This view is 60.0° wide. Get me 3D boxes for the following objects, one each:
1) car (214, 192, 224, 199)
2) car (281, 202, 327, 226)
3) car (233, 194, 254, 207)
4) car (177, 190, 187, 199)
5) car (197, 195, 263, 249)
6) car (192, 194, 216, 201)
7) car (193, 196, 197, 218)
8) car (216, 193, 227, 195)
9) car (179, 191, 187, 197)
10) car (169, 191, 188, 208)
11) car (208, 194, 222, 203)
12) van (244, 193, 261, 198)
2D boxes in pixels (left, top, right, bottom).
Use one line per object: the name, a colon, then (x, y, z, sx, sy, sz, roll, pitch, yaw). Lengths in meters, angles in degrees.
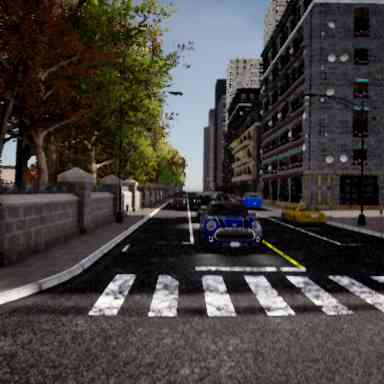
car: (6.162, 0.836, 76.830, 2.008, 1.369, 4.403, 1, 1, -1)
car: (7.090, 1.333, 21.623, 1.752, 1.417, 4.829, 1, 1, -1)
car: (6.723, 1.036, 43.603, 1.967, 1.590, 4.097, 1, 1, -1)
car: (-2.119, 0.559, 71.146, 2.192, 1.841, 5.009, 1, 1, -1)
car: (1.434, 1.173, 13.551, 2.097, 1.767, 4.553, 1, 1, -1)
car: (1.101, 1.129, 33.836, 1.837, 1.490, 4.892, 1, 1, -1)
car: (1.261, 1.249, 23.594, 1.812, 1.442, 4.674, 1, 1, -1)
car: (4.075, 0.889, 46.706, 2.097, 1.767, 4.553, 1, 1, 0)
car: (-2.494, 0.483, 93.298, 1.967, 1.590, 4.097, 1, 0, -1)
car: (-1.563, 0.996, 37.921, 1.967, 1.590, 4.097, 1, 1, -1)
car: (3.906, 1.044, 56.750, 1.895, 1.301, 4.718, 1, 1, -1)
van: (6.817, 0.990, 38.065, 1.690, 1.788, 3.998, 1, 1, -1)
